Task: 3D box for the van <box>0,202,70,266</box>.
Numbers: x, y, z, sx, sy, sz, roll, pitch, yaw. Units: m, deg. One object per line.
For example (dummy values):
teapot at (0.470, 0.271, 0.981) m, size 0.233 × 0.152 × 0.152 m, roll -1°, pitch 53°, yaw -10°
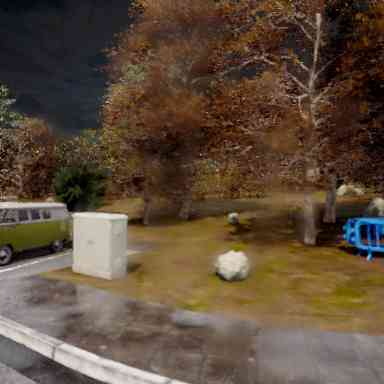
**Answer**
van at (-6.400, 1.381, 11.884) m, size 1.878 × 1.987 × 4.442 m, roll 0°, pitch -1°, yaw 16°
